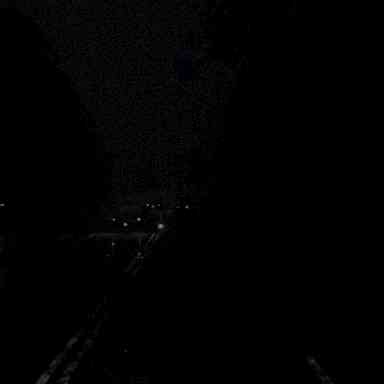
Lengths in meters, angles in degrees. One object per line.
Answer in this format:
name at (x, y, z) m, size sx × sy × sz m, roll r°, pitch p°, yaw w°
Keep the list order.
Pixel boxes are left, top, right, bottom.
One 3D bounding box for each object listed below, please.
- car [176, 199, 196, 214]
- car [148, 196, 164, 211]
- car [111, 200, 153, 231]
car at (-0.549, 1.377, 32.548) m, size 2.033 × 1.411 × 5.357 m, roll 0°, pitch 1°, yaw -2°
car at (-4.122, 1.272, 37.218) m, size 1.837 × 1.490 × 4.892 m, roll 0°, pitch 1°, yaw -2°
car at (-3.656, 1.467, 20.326) m, size 1.812 × 1.442 × 4.674 m, roll 0°, pitch 0°, yaw -1°
